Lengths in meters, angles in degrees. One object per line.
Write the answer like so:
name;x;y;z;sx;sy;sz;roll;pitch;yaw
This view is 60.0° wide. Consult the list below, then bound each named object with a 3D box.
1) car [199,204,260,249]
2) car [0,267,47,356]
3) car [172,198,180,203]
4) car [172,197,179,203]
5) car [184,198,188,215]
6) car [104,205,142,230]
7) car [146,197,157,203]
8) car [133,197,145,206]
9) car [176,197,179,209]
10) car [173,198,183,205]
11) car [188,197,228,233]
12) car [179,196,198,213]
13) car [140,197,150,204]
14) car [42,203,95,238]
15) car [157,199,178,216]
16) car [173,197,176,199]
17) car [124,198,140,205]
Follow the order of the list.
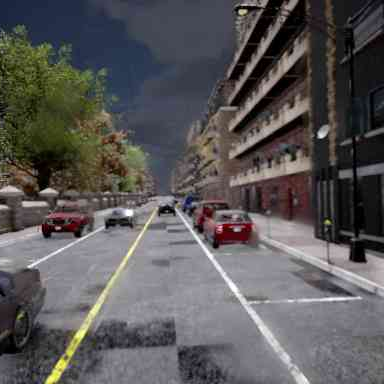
car;1.627;1.518;14.958;1.967;1.590;4.097;0;0;-5
car;-3.288;1.625;3.516;2.033;1.411;5.357;-1;0;-4
car;-4.106;2.259;86.531;1.947;1.339;4.313;0;0;-5
car;-4.547;2.180;92.037;1.967;1.590;4.097;0;0;-5
car;0.488;1.744;34.699;1.837;1.490;4.892;-1;0;-5
car;-4.857;1.848;23.312;1.895;1.301;4.718;-1;0;-4
car;-9.208;1.877;78.720;2.033;1.411;5.357;-1;0;-5
car;-10.694;1.955;63.840;2.192;1.841;5.009;0;-1;-5
car;-1.474;1.936;53.666;1.752;1.417;4.829;0;0;-5
car;-3.225;2.164;75.518;1.947;1.339;4.313;0;0;-5
car;1.185;1.440;20.464;2.192;1.841;5.009;0;0;-5
car;-0.117;1.521;41.708;2.150;2.045;5.566;-1;0;-5
car;-12.899;2.191;91.368;2.192;1.841;5.009;0;-1;-5
car;-7.166;1.576;19.795;2.192;1.841;5.009;0;-1;-5
car;-2.722;1.830;36.070;1.812;1.442;4.674;-1;0;-4
car;-3.661;1.880;47.455;1.882;1.535;5.008;-1;0;-4
car;-9.813;2.096;52.826;2.008;1.369;4.403;0;-1;-5
